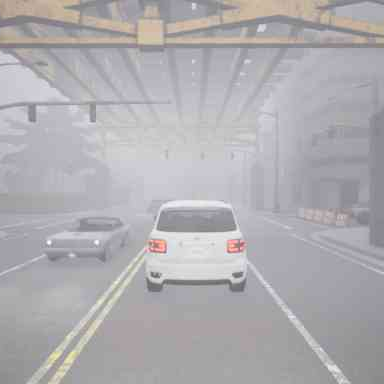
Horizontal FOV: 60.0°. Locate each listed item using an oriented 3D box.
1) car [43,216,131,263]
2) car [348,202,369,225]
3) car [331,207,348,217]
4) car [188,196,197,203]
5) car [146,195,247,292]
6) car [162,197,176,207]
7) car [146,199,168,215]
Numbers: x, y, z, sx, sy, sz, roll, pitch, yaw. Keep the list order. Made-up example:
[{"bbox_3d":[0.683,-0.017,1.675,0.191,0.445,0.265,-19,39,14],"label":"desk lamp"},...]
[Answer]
[{"bbox_3d":[-3.592,1.601,12.187,1.895,1.301,4.718,0,0,0],"label":"car"},{"bbox_3d":[13.277,1.453,22.120,4.974,1.542,2.038,0,0,-20],"label":"car"},{"bbox_3d":[13.653,1.295,26.257,4.536,1.218,1.853,0,0,25],"label":"car"},{"bbox_3d":[0.147,1.526,68.196,1.812,1.442,4.674,0,0,0],"label":"car"},{"bbox_3d":[0.085,1.221,9.075,2.150,2.045,5.566,0,0,0],"label":"car"},{"bbox_3d":[-3.546,1.565,52.147,1.994,1.385,4.181,0,0,0],"label":"car"},{"bbox_3d":[-3.614,1.526,35.438,1.812,1.442,4.674,0,0,1],"label":"car"}]
